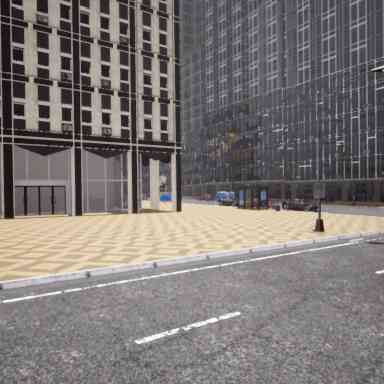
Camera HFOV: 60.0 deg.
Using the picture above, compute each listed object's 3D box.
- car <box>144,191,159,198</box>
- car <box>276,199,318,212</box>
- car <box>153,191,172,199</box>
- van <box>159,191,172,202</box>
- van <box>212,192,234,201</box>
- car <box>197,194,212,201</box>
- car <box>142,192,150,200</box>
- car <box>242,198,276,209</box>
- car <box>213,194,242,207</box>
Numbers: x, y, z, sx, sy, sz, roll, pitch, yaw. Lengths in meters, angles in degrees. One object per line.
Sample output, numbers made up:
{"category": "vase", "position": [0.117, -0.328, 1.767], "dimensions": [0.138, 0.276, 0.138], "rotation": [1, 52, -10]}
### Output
{"category": "car", "position": [-10.132, 0.684, 82.822], "dimensions": [1.967, 1.590, 4.097], "rotation": [0, 1, -34]}
{"category": "car", "position": [11.659, 1.422, 35.771], "dimensions": [1.947, 1.339, 4.313], "rotation": [-1, 1, -34]}
{"category": "car", "position": [-6.930, 0.613, 78.126], "dimensions": [2.192, 1.841, 5.009], "rotation": [0, 1, -34]}
{"category": "van", "position": [-4.246, 0.936, 59.319], "dimensions": [1.690, 1.788, 3.998], "rotation": [0, 1, -34]}
{"category": "van", "position": [5.879, 0.854, 59.343], "dimensions": [1.690, 1.788, 3.998], "rotation": [-1, 1, -34]}
{"category": "car", "position": [2.678, 1.042, 64.042], "dimensions": [1.802, 1.307, 4.206], "rotation": [-1, 1, -34]}
{"category": "car", "position": [-10.651, 1.038, 68.713], "dimensions": [2.008, 1.369, 4.403], "rotation": [0, 1, -34]}
{"category": "car", "position": [8.470, 1.387, 40.479], "dimensions": [1.802, 1.307, 4.206], "rotation": [-1, 1, -34]}
{"category": "car", "position": [5.316, 1.318, 45.207], "dimensions": [1.947, 1.339, 4.313], "rotation": [-1, 1, -34]}
